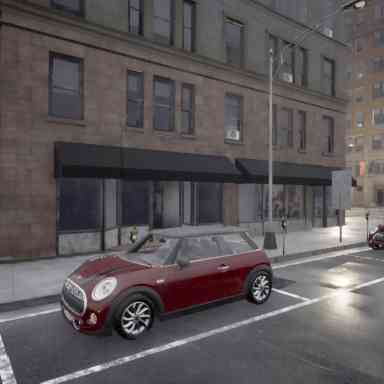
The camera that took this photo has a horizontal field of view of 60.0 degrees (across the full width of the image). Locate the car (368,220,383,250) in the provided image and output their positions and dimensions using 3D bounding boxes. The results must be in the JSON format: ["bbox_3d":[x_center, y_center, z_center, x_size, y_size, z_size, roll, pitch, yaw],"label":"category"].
[{"bbox_3d":[8.598,1.445,12.845,4.097,1.590,1.967,0,0,-35],"label":"car"}]

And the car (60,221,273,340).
[{"bbox_3d":[-0.362,1.441,6.488,4.097,1.590,1.967,0,0,-35],"label":"car"}]
